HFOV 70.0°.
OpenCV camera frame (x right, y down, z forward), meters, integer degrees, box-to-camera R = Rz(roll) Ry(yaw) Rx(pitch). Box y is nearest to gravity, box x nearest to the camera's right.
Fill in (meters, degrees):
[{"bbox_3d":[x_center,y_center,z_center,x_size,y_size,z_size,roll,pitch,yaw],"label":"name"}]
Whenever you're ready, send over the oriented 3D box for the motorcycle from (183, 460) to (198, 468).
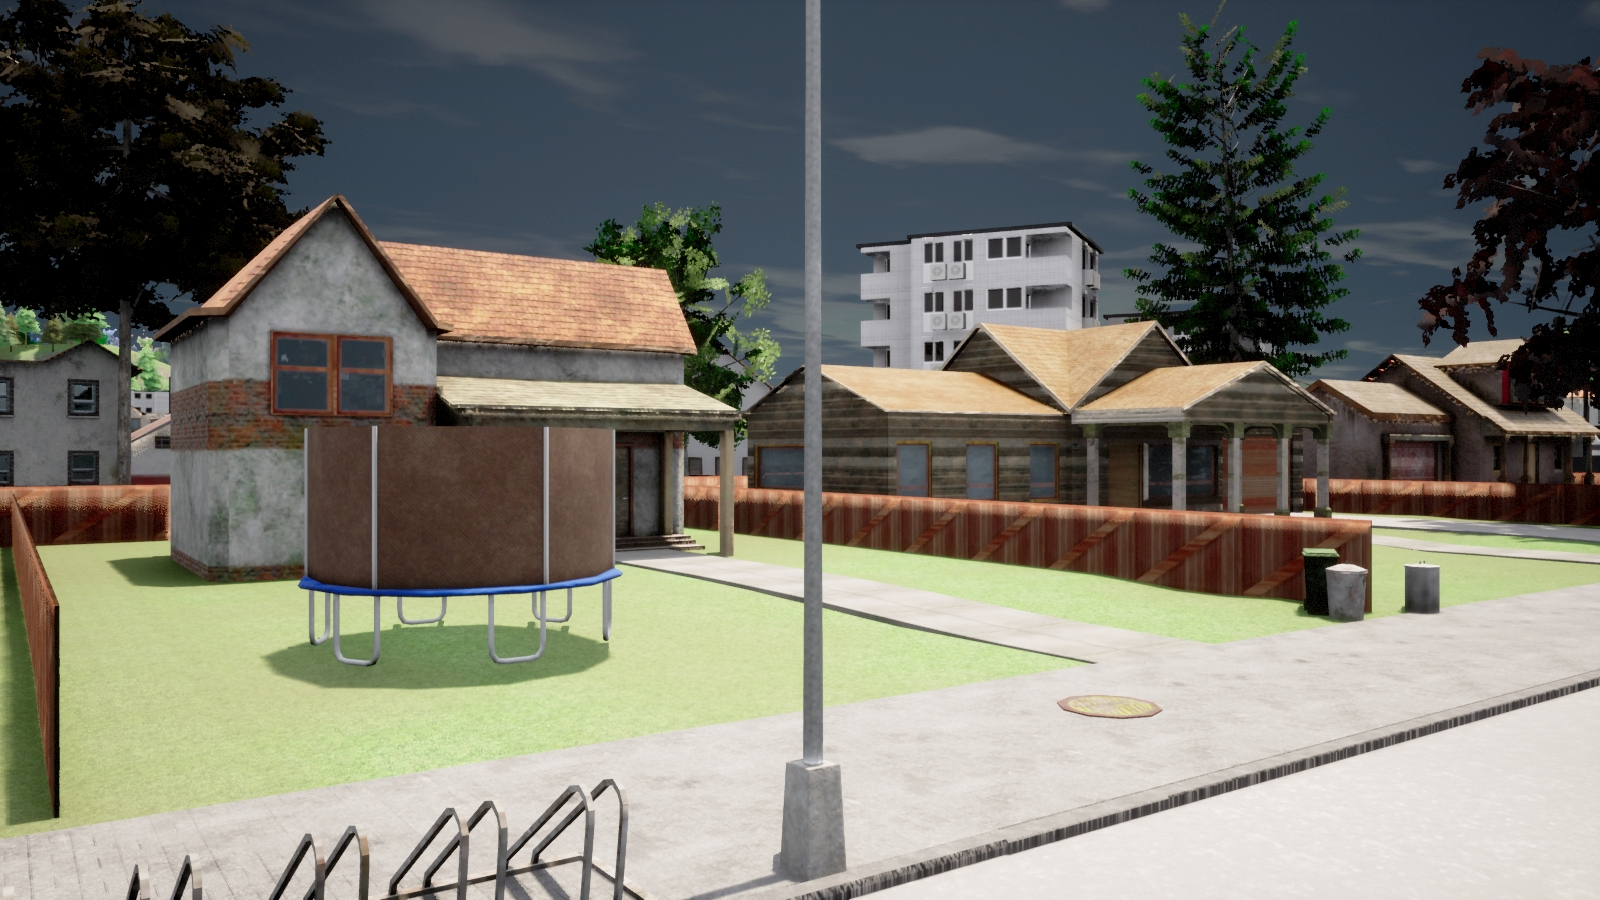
[{"bbox_3d":[-96.560,2.186,180.942,2.033,1.199,0.803,0,0,-35],"label":"motorcycle"}]
